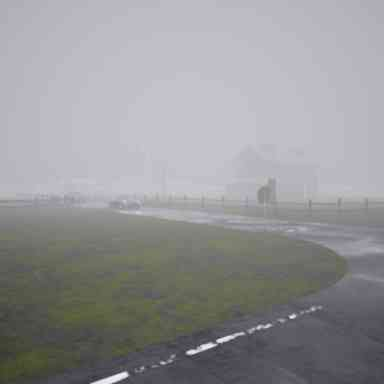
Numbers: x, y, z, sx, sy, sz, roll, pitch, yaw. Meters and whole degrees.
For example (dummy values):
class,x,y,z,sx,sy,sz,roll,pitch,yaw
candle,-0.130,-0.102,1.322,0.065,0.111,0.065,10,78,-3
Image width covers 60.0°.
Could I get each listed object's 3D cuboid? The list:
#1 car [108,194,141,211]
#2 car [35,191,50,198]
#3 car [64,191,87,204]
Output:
class,x,y,z,sx,sy,sz,roll,pitch,yaw
car,-7.224,1.010,35.362,2.097,1.767,4.553,0,1,-35
car,-35.816,0.750,80.768,2.128,1.511,4.902,0,1,-35
car,-17.827,0.849,50.536,2.150,2.045,5.566,0,1,-35
